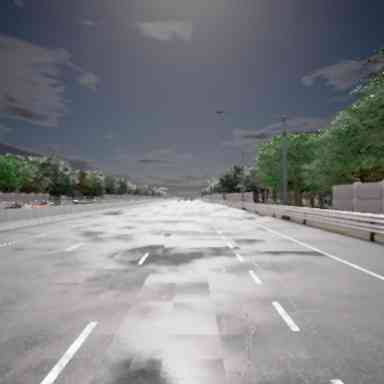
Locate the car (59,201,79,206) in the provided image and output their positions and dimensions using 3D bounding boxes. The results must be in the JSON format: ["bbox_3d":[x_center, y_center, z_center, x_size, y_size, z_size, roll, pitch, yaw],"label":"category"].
[{"bbox_3d":[-17.574,2.091,47.274,2.097,1.767,4.553,0,-1,0],"label":"car"}]

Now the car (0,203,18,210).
[{"bbox_3d":[-24.577,2.179,44.366,2.128,1.511,4.902,0,-1,0],"label":"car"}]

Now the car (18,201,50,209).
[{"bbox_3d":[-21.076,2.055,45.174,2.097,1.767,4.553,0,-1,0],"label":"car"}]
